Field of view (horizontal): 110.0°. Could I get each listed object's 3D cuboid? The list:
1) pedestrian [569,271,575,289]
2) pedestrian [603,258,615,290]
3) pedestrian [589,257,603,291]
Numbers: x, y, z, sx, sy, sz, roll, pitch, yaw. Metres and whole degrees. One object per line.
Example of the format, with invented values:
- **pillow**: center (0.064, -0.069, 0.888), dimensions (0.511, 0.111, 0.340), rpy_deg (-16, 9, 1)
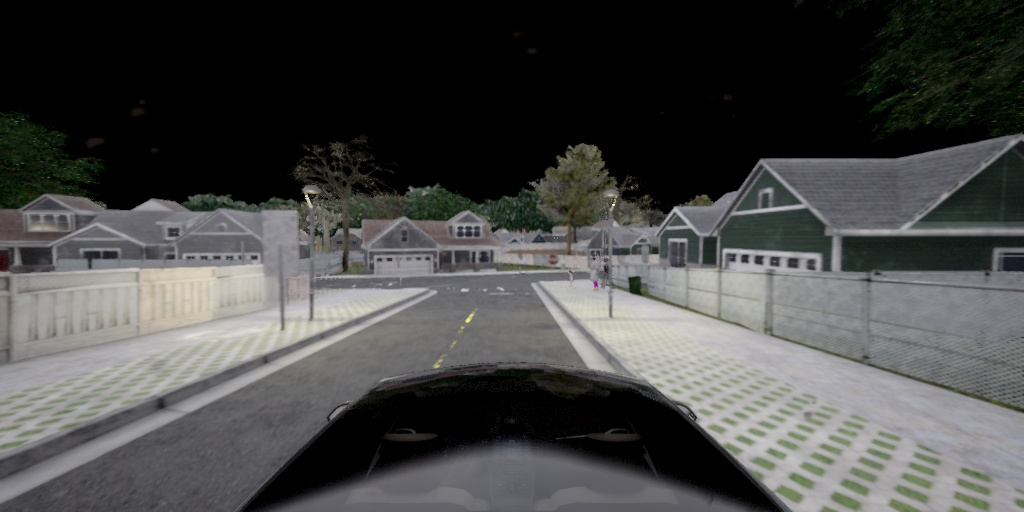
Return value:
- **pedestrian**: center (3.425, 1.331, 20.476), dimensions (0.500, 1.100, 0.500), rpy_deg (-3, 3, 0)
- **pedestrian**: center (5.289, 0.949, 19.857), dimensions (0.375, 1.860, 0.375), rpy_deg (-3, 3, 0)
- **pedestrian**: center (4.474, 0.947, 19.257), dimensions (0.375, 1.860, 0.375), rpy_deg (-3, 3, 0)
